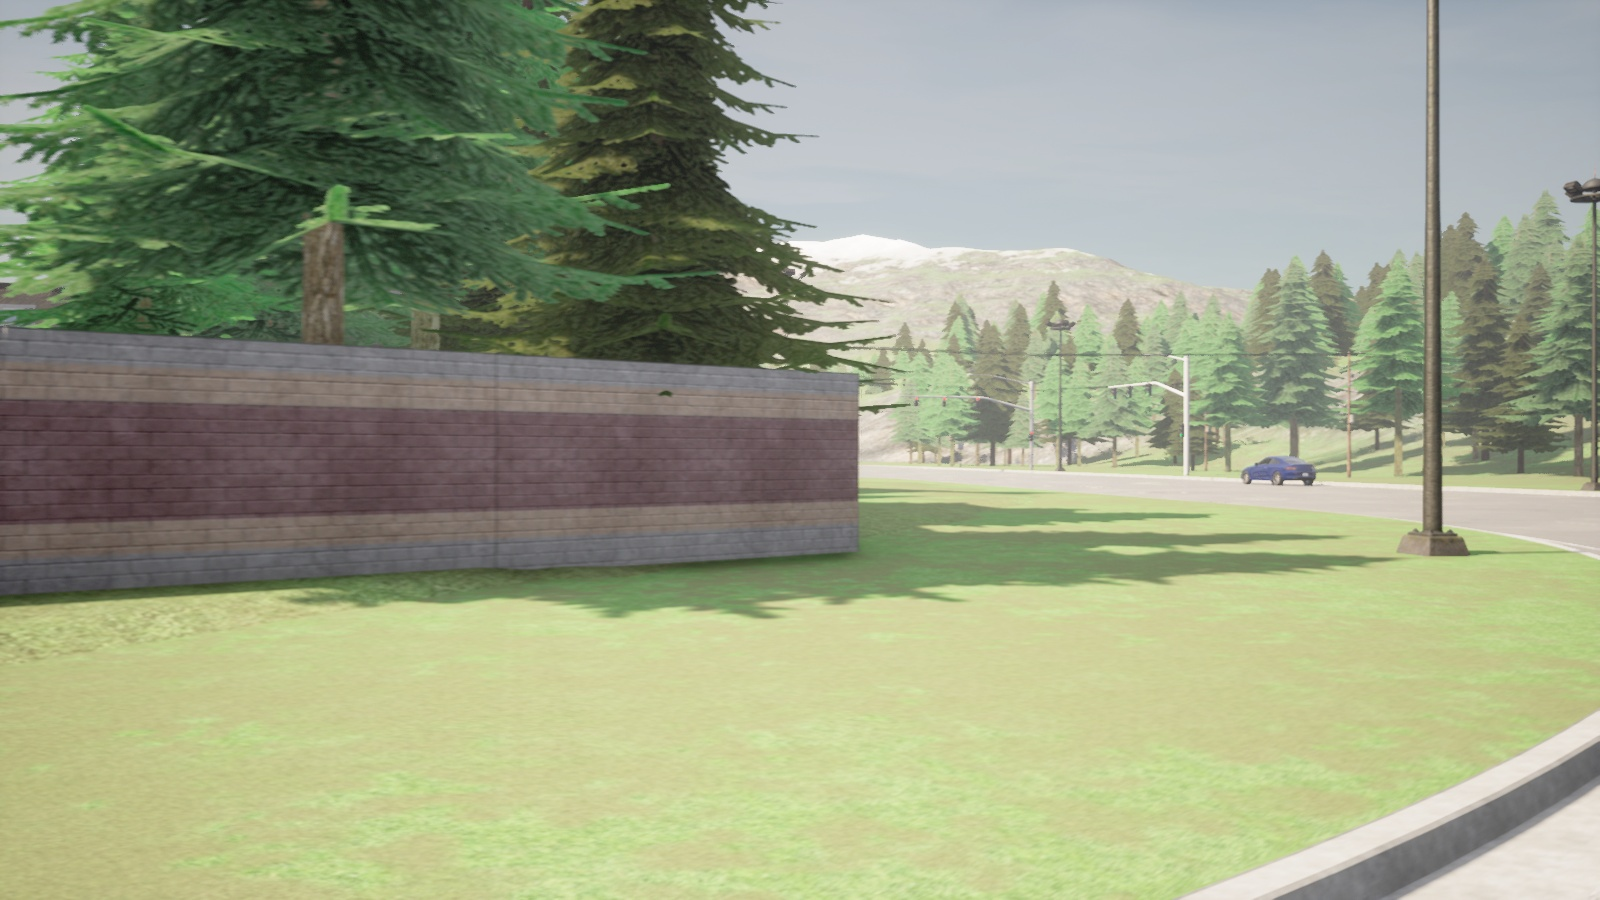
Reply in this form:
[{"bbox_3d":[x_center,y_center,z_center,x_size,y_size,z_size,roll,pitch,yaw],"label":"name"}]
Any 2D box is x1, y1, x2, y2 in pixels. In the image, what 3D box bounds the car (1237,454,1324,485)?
[{"bbox_3d":[23.695,0.926,62.130,1.812,1.442,4.674,0,0,-11],"label":"car"}]
